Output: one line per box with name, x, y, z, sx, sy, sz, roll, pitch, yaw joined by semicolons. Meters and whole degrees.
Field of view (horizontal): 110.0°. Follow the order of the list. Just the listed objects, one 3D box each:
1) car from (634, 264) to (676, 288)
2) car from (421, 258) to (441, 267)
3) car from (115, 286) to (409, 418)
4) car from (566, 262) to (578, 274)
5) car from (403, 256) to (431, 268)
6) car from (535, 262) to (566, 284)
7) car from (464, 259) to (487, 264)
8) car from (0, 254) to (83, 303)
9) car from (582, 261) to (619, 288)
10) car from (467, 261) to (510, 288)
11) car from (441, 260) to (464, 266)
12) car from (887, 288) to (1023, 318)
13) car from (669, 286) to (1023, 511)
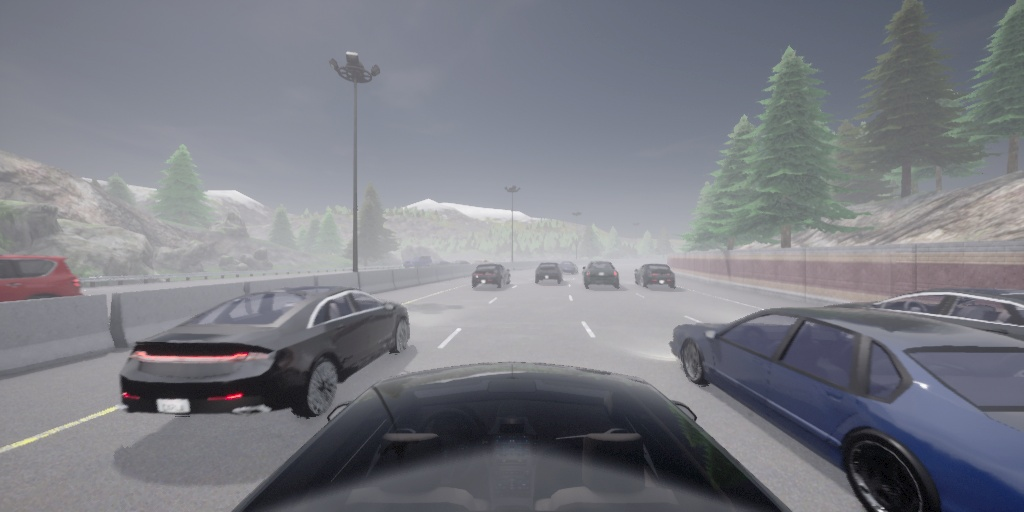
car;9.303;1.260;23.588;1.837;1.490;4.892;0;0;10
car;-11.221;1.353;55.019;2.033;1.411;5.357;0;0;20
car;-3.208;1.243;5.914;2.128;1.511;4.902;0;0;2
car;6.352;1.323;40.778;1.994;1.385;4.181;0;0;17
car;-14.590;0.972;55.995;2.150;2.045;5.566;0;0;20
car;2.893;1.255;27.264;1.837;1.490;4.892;0;-2;11
car;-4.658;1.255;52.585;1.882;1.535;5.008;0;0;20
car;-13.820;0.973;8.206;2.150;2.045;5.566;0;0;3
car;5.792;1.108;23.749;2.097;1.767;4.553;0;0;10
car;-1.309;1.260;23.813;1.837;1.490;4.892;0;0;9
car;-7.938;1.311;53.806;2.033;1.411;5.357;0;0;20
car;7.280;1.242;5.613;2.128;1.511;4.902;0;0;2
car;3.657;1.297;3.939;2.033;1.411;5.357;0;0;2
